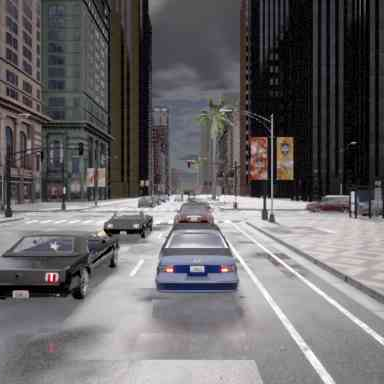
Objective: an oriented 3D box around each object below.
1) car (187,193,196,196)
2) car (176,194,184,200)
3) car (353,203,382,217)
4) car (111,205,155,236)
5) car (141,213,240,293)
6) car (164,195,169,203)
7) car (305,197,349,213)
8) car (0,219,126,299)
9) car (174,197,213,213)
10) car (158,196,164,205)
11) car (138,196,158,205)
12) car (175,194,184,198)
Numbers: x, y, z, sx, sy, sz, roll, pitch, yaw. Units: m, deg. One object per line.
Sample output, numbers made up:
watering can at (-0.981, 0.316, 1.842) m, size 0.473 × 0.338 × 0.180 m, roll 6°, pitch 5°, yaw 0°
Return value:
car at (-0.050, 1.537, 80.432) m, size 2.033 × 1.411 × 5.357 m, roll 0°, pitch 0°, yaw 0°
car at (-3.306, 1.316, 90.433) m, size 1.882 × 1.535 × 5.008 m, roll 0°, pitch 0°, yaw 0°
car at (17.053, 1.549, 29.648) m, size 4.403 × 1.369 × 2.008 m, roll 0°, pitch 0°, yaw 0°
car at (-3.165, 1.600, 17.530) m, size 1.895 × 1.301 × 4.718 m, roll 0°, pitch 0°, yaw 0°
car at (0.097, 1.547, 8.991) m, size 2.033 × 1.411 × 5.357 m, roll 0°, pitch 0°, yaw 0°
car at (-6.542, 1.481, 69.416) m, size 1.882 × 1.535 × 5.008 m, roll 0°, pitch 0°, yaw 0°
car at (14.552, 1.509, 35.508) m, size 4.674 × 1.442 × 1.812 m, roll 0°, pitch 0°, yaw 0°
car at (-3.154, 1.600, 8.362) m, size 1.895 × 1.301 × 4.718 m, roll 0°, pitch 0°, yaw 0°
car at (0.109, 1.352, 18.435) m, size 2.097 × 1.767 × 4.553 m, roll 0°, pitch 0°, yaw 0°
car at (-6.611, 1.507, 59.223) m, size 1.837 × 1.490 × 4.892 m, roll 0°, pitch 0°, yaw 0°
car at (-6.621, 1.354, 48.840) m, size 2.097 × 1.767 × 4.553 m, roll 0°, pitch 0°, yaw 0°
car at (-3.300, 1.521, 80.429) m, size 1.812 × 1.442 × 4.674 m, roll 0°, pitch 0°, yaw 0°
